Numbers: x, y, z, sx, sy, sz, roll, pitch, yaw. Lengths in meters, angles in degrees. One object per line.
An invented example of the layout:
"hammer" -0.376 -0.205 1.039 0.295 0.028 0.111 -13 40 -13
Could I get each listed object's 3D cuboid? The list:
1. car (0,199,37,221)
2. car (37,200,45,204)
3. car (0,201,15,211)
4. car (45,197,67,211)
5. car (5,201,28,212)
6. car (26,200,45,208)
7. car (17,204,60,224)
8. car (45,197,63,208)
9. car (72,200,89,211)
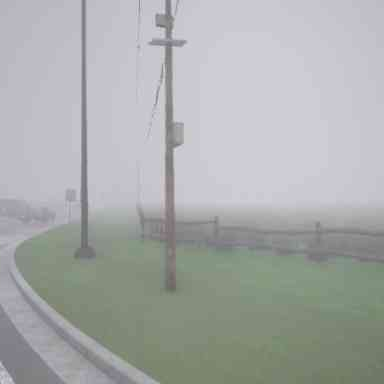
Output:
"car" -17.626 1.739 33.046 2.150 2.045 5.566 0 0 -10
"car" -25.272 2.334 55.294 1.837 1.490 4.892 0 -1 -10
"car" -32.773 2.397 58.028 1.882 1.535 5.008 0 0 -10
"car" -21.113 2.116 52.492 2.097 1.767 4.553 0 -1 -10
"car" -28.717 2.327 54.676 1.882 1.535 5.008 0 -1 -10
"car" -30.558 2.352 64.933 2.033 1.411 5.357 0 -1 -10
"car" -13.407 2.041 29.357 1.895 1.301 4.718 0 -1 -10
"car" -27.120 2.018 65.584 2.150 2.045 5.566 0 -1 -10
"car" -17.635 2.092 52.918 2.097 1.767 4.553 0 -1 -10
